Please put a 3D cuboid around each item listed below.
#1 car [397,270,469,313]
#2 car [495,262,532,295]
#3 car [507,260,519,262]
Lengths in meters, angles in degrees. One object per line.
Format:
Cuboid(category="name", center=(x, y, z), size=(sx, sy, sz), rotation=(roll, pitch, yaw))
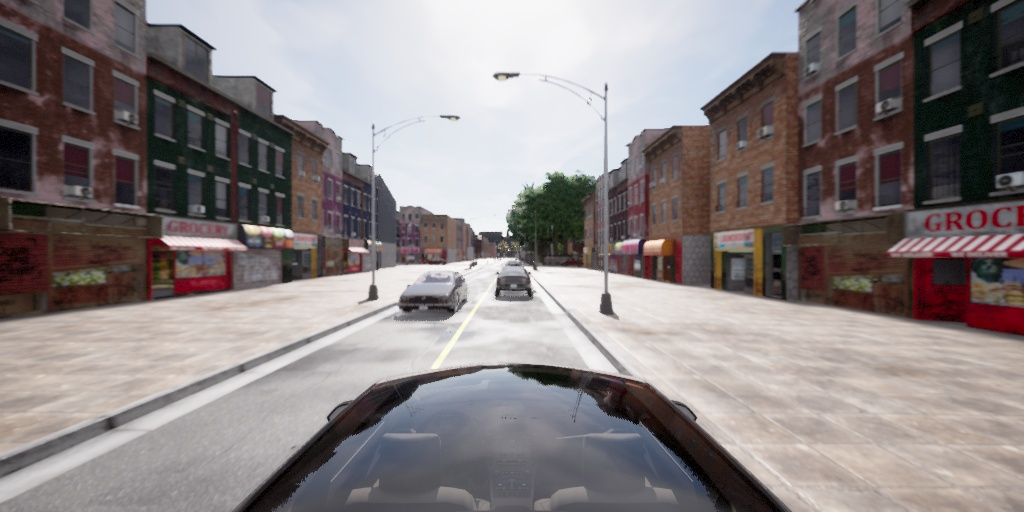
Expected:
Cuboid(category="car", center=(-2.832, 1.282, 14.140), size=(2.033, 1.411, 5.357), rotation=(0, 0, 0))
Cuboid(category="car", center=(0.084, 1.253, 19.257), size=(1.812, 1.442, 4.674), rotation=(0, 0, 0))
Cuboid(category="car", center=(0.088, 1.207, 40.648), size=(1.837, 1.490, 4.892), rotation=(0, 0, 0))
